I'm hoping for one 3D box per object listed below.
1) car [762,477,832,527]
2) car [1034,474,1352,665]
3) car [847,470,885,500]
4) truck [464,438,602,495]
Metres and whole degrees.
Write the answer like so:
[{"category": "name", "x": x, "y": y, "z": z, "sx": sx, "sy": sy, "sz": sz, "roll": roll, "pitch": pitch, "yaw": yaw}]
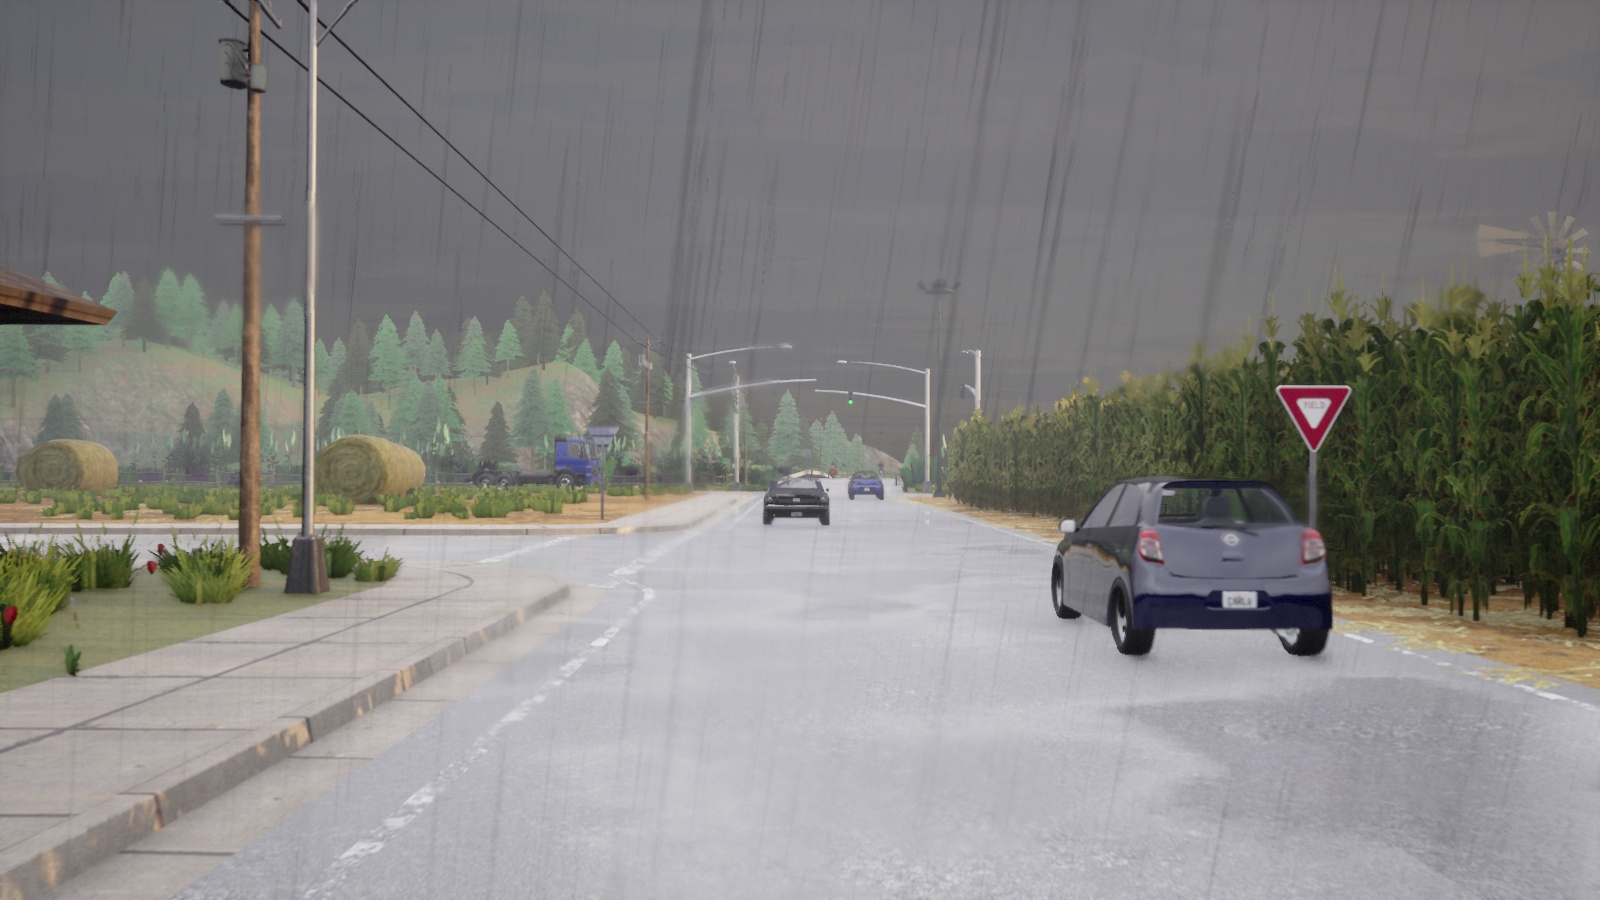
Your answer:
[{"category": "car", "x": -0.086, "y": 1.450, "z": 35.988, "sx": 1.895, "sy": 1.301, "sz": 4.718, "roll": 0, "pitch": -1, "yaw": 0}, {"category": "car", "x": 3.471, "y": 0.989, "z": 11.839, "sx": 1.845, "sy": 1.501, "sz": 3.633, "roll": 0, "pitch": -1, "yaw": 0}, {"category": "car", "x": 3.401, "y": 1.787, "z": 65.227, "sx": 1.816, "sy": 1.474, "sz": 4.193, "roll": 0, "pitch": -1, "yaw": 1}, {"category": "truck", "x": -16.610, "y": 1.032, "z": 78.312, "sx": 7.936, "sy": 3.462, "sz": 2.891, "roll": 0, "pitch": -1, "yaw": 3}]
